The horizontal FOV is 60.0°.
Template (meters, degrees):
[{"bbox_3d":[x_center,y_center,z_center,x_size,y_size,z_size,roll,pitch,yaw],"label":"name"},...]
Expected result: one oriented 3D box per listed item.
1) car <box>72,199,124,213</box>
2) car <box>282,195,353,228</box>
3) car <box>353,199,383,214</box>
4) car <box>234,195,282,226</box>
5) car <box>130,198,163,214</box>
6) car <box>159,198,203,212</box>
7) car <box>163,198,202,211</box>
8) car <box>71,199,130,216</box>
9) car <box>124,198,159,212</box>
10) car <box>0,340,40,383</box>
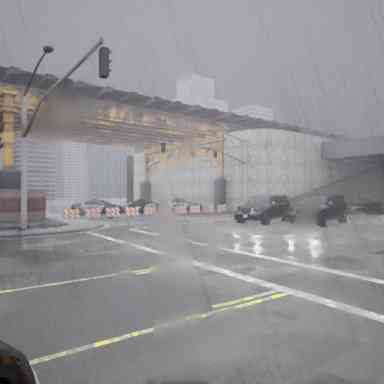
[{"bbox_3d":[-9.018,1.295,32.109,4.536,1.218,1.853,0,0,8],"label":"car"},{"bbox_3d":[8.727,1.223,22.782,5.566,2.045,2.150,0,-1,-45],"label":"car"},{"bbox_3d":[18.394,1.491,35.296,4.902,1.511,2.128,0,0,-37],"label":"car"},{"bbox_3d":[5.188,1.221,23.866,2.150,2.045,5.566,-1,0,39],"label":"car"},{"bbox_3d":[-5.227,1.453,34.795,2.038,1.542,4.974,0,0,18],"label":"car"},{"bbox_3d":[-1.325,1.453,38.563,4.974,1.542,2.038,0,0,-7],"label":"car"},{"bbox_3d":[-1.376,1.295,38.556,4.536,1.218,1.853,0,0,-7],"label":"car"},{"bbox_3d":[-8.967,1.453,32.102,4.974,1.542,2.038,0,0,8],"label":"car"},{"bbox_3d":[-5.211,1.295,34.845,1.853,1.218,4.536,0,0,18],"label":"car"},{"bbox_3d":[-3.294,1.492,1.421,4.902,1.511,2.128,0,0,-35],"label":"car"}]
